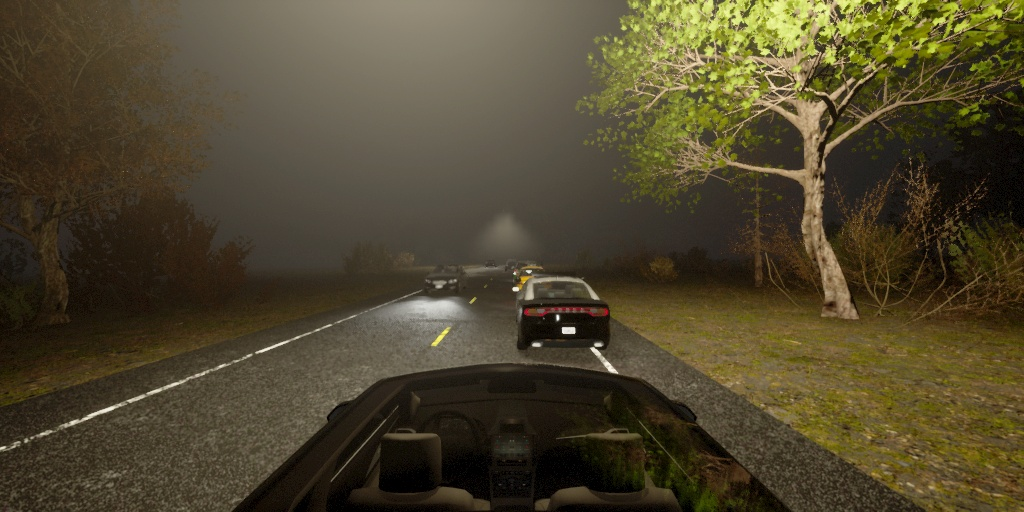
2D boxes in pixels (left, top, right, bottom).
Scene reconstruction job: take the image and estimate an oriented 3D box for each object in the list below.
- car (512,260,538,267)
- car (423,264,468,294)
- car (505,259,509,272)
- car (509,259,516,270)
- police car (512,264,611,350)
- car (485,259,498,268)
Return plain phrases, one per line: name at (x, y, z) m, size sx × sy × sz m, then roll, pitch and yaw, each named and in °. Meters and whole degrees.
car at (1.046, 1.209, 19.304) m, size 1.801 × 1.575 × 5.366 m, roll 0°, pitch 0°, yaw 0°
car at (-3.605, 1.244, 20.162) m, size 2.128 × 1.511 × 4.902 m, roll 0°, pitch 0°, yaw 0°
car at (0.018, 1.281, 47.371) m, size 1.812 × 1.442 × 4.674 m, roll 0°, pitch 0°, yaw 1°
car at (1.044, 1.105, 25.084) m, size 2.097 × 1.767 × 4.553 m, roll 0°, pitch 0°, yaw 0°
police car at (1.049, 1.177, 9.222) m, size 1.930 × 1.638 × 5.238 m, roll 0°, pitch 0°, yaw 0°
car at (-3.513, 1.262, 60.985) m, size 1.837 × 1.490 × 4.892 m, roll 0°, pitch 0°, yaw 0°
